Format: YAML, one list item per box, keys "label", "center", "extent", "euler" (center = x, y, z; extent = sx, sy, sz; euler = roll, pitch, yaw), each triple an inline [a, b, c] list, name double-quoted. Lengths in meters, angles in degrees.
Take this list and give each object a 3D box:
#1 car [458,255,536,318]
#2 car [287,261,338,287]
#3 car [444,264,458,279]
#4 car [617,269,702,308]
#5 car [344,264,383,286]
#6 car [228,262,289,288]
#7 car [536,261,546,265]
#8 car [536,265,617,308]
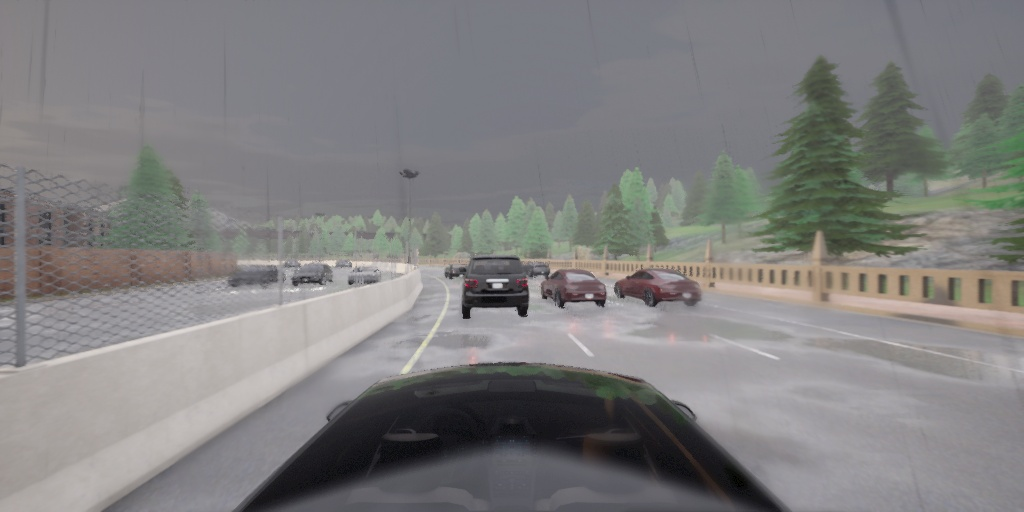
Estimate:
- label: "car"
  center: [-0.754, 0.979, 13.321]
  extent: [2.150, 2.045, 5.566]
  euler: [0, 0, -7]
- label: "car"
  center: [-14.123, 1.318, 25.689]
  extent: [1.837, 1.490, 4.892]
  euler: [0, 0, -16]
- label: "car"
  center: [-4.991, 1.381, 32.501]
  extent: [1.895, 1.301, 4.718]
  euler: [0, 0, -18]
- label: "car"
  center: [5.993, 1.257, 15.148]
  extent: [1.812, 1.442, 4.674]
  euler: [0, 0, -7]
- label: "car"
  center: [-10.505, 1.400, 25.848]
  extent: [1.895, 1.301, 4.718]
  euler: [0, 0, -15]
- label: "car"
  center: [-17.463, 1.373, 24.913]
  extent: [2.033, 1.411, 5.357]
  euler: [0, 0, -16]
- label: "car"
  center: [1.979, 1.245, 33.491]
  extent: [2.128, 1.511, 4.902]
  euler: [0, 0, -17]
- label: "car"
  center: [2.470, 1.271, 15.105]
  extent: [1.812, 1.442, 4.674]
  euler: [0, 0, -7]
